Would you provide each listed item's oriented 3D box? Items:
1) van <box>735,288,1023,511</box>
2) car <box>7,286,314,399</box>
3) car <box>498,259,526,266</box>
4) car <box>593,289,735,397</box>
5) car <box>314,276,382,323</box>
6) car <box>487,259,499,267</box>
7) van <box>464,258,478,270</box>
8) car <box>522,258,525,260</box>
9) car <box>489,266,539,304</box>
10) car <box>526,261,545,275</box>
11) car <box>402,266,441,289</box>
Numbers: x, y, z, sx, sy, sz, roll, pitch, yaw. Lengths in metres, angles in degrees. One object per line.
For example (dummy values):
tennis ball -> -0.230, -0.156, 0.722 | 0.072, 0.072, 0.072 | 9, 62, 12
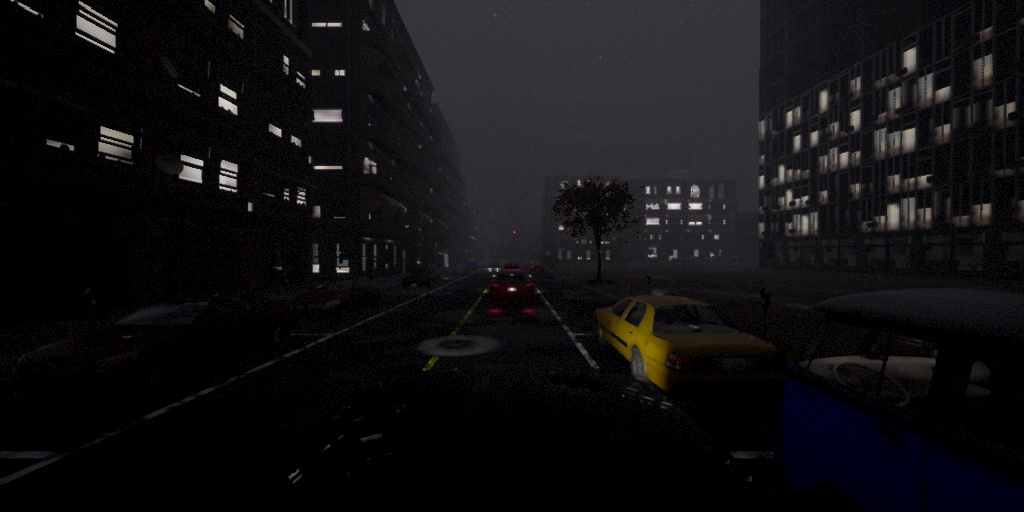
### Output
van -> 2.688, 1.088, 0.928 | 1.690, 1.789, 3.998 | 0, 0, 0
car -> -5.692, 1.329, 6.454 | 1.802, 1.307, 4.207 | 0, 0, 0
car -> 0.000, 1.268, 31.502 | 1.837, 1.490, 4.892 | 0, 0, 0
car -> 2.688, 1.273, 6.624 | 1.751, 1.417, 4.829 | 0, 0, 0
car -> -5.692, 1.329, 11.980 | 1.802, 1.307, 4.207 | 0, 0, 0
car -> -3.001, 1.377, 61.473 | 2.033, 1.411, 5.357 | 0, 0, 0
van -> -5.692, 1.104, 50.666 | 1.690, 1.789, 3.998 | 0, 0, 0
car -> 2.688, 1.309, 50.665 | 1.888, 1.381, 4.507 | 0, 0, 0
car -> 0.000, 1.321, 16.501 | 1.994, 1.385, 4.181 | 0, 0, 0
car -> 2.689, 1.300, 39.614 | 1.888, 1.381, 4.507 | 0, 0, 0
car -> -5.692, 1.314, 23.034 | 1.948, 1.339, 4.313 | 0, 0, 0
